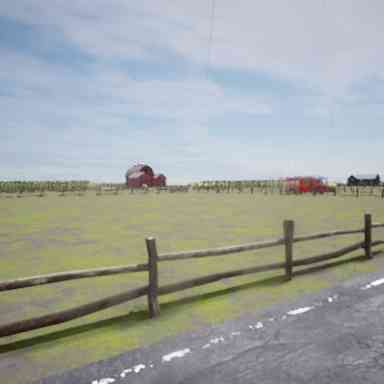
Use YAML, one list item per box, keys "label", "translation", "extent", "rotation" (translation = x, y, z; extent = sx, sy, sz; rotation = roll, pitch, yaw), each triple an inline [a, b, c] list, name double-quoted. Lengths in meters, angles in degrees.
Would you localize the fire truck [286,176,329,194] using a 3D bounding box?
- label: "fire truck"
  translation: [23.406, -1.388, 67.920]
  extent: [2.891, 3.827, 8.468]
  rotation: [-1, 1, -36]
